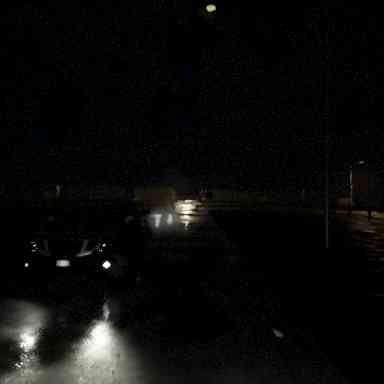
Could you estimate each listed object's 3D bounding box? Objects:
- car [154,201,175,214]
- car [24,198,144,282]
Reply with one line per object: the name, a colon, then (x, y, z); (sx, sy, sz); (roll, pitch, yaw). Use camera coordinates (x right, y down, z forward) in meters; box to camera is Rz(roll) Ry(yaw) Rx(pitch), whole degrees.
car: (-2.808, 1.592, 35.053); (1.994, 1.385, 4.181); (0, 0, 0)
car: (-2.842, 1.222, 10.115); (2.150, 2.045, 5.566); (0, 0, 0)
